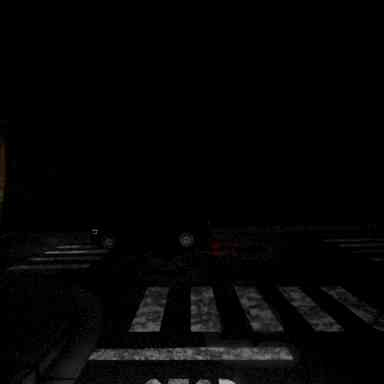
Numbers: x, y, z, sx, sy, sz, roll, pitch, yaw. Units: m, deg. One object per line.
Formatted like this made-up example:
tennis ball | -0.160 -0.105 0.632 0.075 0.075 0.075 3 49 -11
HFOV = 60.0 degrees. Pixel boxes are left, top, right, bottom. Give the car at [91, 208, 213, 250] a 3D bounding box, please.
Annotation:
car | -1.651 1.452 13.854 5.008 1.535 1.882 -1 1 0
